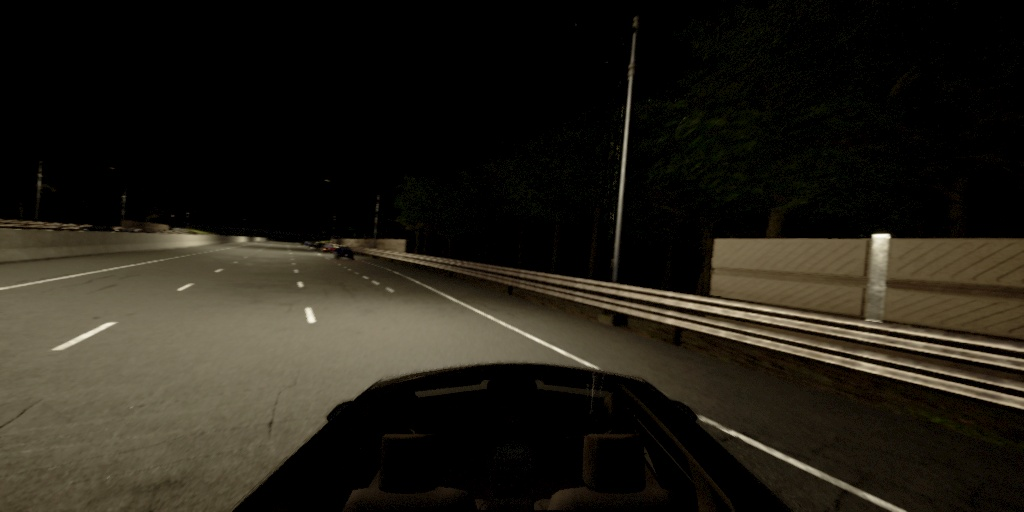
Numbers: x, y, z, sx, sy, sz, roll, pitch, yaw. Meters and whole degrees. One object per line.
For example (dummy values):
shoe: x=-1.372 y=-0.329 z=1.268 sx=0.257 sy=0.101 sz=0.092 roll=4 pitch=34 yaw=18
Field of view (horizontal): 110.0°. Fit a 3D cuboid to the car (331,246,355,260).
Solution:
car: x=-20.029 y=-0.371 z=42.744 sx=1.812 sy=1.442 sz=4.674 roll=5 pitch=0 yaw=-32
